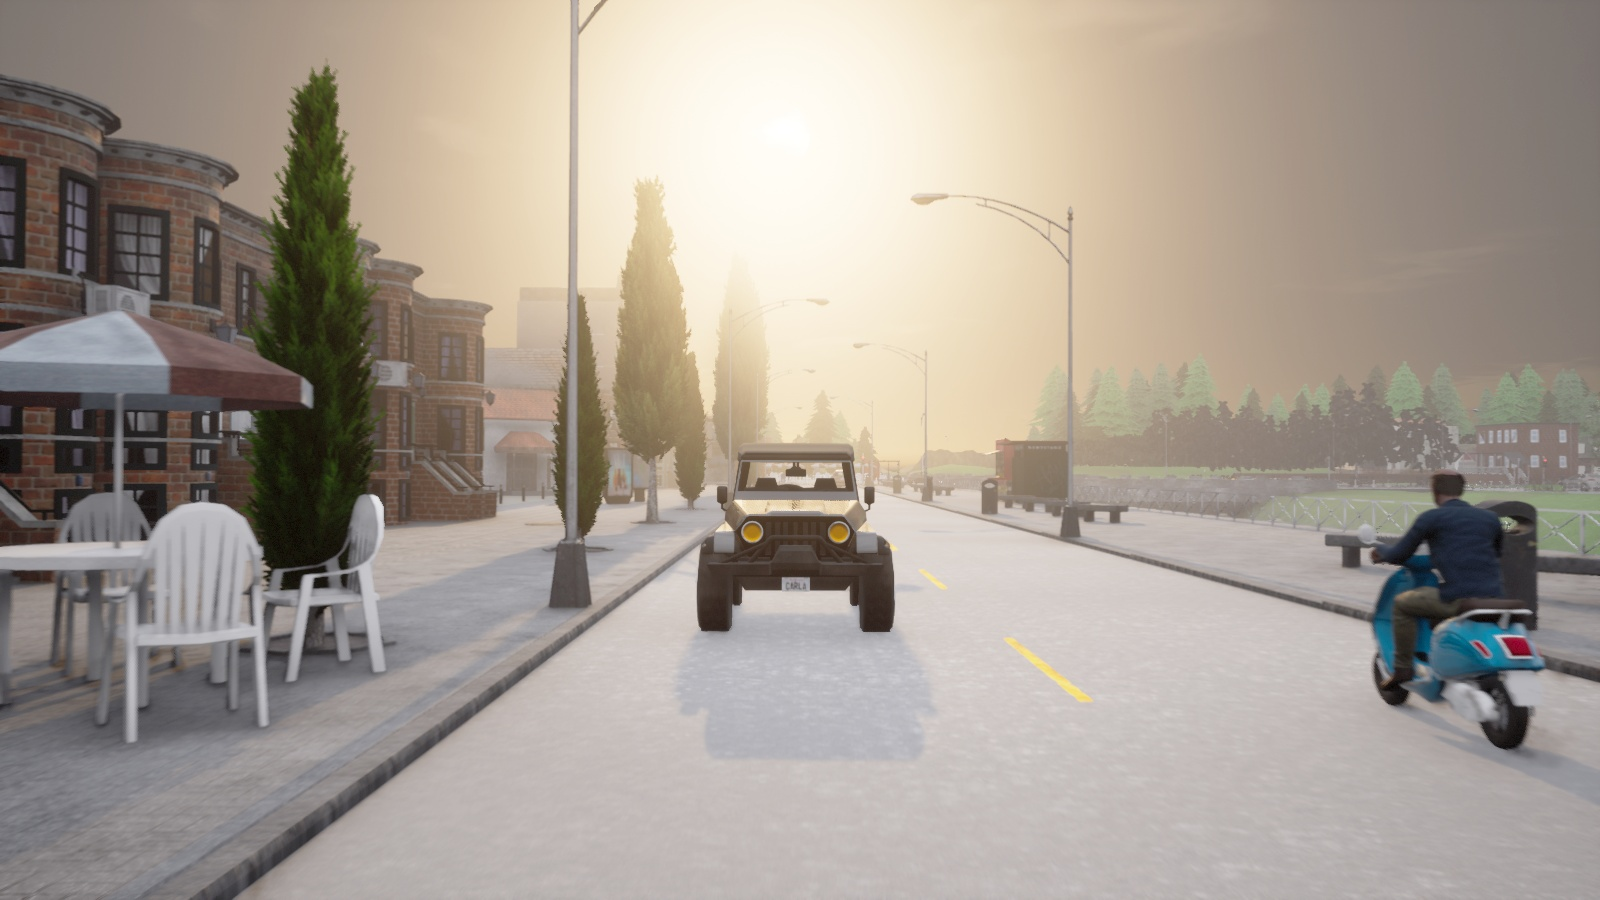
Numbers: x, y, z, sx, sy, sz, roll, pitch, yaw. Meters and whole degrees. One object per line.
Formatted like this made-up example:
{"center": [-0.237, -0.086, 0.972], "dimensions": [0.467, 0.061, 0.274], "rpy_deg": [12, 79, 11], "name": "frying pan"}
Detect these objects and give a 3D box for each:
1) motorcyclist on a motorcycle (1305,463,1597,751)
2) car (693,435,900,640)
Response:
{"center": [3.978, 0.884, 7.876], "dimensions": [0.866, 1.590, 1.817], "rpy_deg": [0, -1, 0], "name": "motorcyclist on a motorcycle"}
{"center": [-0.036, 0.837, 13.527], "dimensions": [1.905, 1.878, 3.866], "rpy_deg": [0, -1, 0], "name": "car"}
